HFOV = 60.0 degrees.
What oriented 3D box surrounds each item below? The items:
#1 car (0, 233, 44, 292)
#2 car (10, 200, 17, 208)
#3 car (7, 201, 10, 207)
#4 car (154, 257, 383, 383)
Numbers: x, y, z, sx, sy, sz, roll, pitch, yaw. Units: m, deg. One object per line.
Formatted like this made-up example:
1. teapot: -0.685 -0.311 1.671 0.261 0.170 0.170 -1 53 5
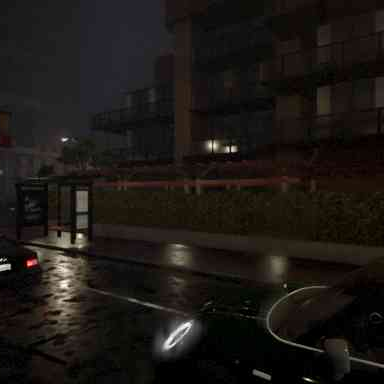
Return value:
1. car: -5.768 1.547 8.061 5.357 1.411 2.033 0 0 36
2. car: -22.110 1.500 46.559 1.837 1.490 4.892 0 1 36
3. car: -24.603 1.478 49.108 1.882 1.535 5.008 0 0 35
4. car: 1.850 1.352 2.685 4.553 1.767 2.097 0 0 35
